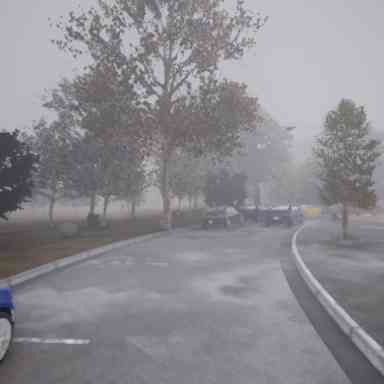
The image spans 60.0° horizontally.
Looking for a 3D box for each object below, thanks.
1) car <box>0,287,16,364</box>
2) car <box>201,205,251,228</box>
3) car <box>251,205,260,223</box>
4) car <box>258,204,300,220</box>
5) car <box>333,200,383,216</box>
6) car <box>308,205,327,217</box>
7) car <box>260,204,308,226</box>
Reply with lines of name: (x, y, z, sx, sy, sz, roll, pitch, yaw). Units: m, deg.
car: (-3.417, 1.495, 2.712, 2.097, 1.535, 5.008, 0, 0, 0)
car: (2.328, 1.770, 24.495, 2.231, 1.521, 4.892, -2, -1, 27)
car: (5.583, 1.887, 29.368, 2.097, 1.535, 5.008, -3, -4, 34)
car: (8.939, 2.032, 33.946, 2.231, 1.521, 4.892, -4, -4, 40)
car: (19.045, 1.765, 38.045, 5.566, 2.045, 2.150, 1, -4, -36)
car: (12.901, 2.182, 37.894, 5.008, 1.535, 2.097, 1, -4, -42)
car: (7.035, 1.682, 25.024, 1.882, 1.535, 5.008, -3, -2, 30)
